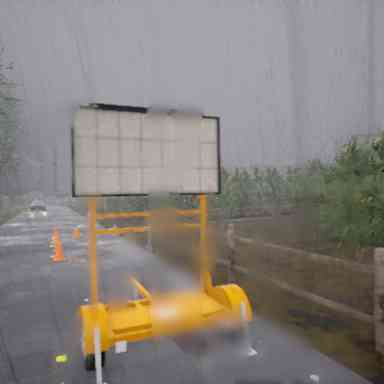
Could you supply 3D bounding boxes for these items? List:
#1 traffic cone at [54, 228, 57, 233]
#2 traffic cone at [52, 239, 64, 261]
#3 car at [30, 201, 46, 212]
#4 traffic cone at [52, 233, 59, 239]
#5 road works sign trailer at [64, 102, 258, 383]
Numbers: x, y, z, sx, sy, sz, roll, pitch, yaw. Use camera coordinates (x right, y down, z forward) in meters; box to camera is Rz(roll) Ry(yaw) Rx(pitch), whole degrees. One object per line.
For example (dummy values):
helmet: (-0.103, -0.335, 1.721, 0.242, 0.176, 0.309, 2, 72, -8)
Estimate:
traffic cone: (-6.140, 2.049, 15.038, 0.340, 0.580, 0.340, -1, 0, -24)
traffic cone: (-4.543, 2.016, 11.371, 0.340, 0.580, 0.340, -1, 0, -24)
car: (-22.086, 1.982, 47.675, 1.882, 1.535, 5.008, -1, 0, -24)
traffic cone: (-5.342, 2.032, 13.204, 0.340, 0.580, 0.340, -1, 0, -24)
road works sign trailer: (-0.703, 0.459, 5.419, 2.380, 3.560, 2.880, -1, 0, -24)
